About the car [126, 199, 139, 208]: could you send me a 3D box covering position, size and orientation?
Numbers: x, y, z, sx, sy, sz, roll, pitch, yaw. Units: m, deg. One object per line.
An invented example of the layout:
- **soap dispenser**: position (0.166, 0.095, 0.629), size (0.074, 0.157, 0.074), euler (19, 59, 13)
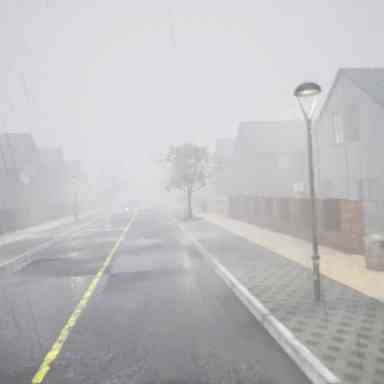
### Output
- **car**: position (-10.458, 2.016, 57.937), size (1.812, 1.442, 4.674), euler (-3, 0, -8)
